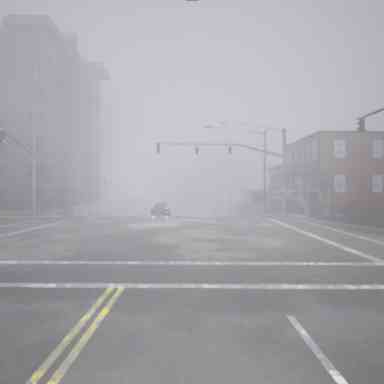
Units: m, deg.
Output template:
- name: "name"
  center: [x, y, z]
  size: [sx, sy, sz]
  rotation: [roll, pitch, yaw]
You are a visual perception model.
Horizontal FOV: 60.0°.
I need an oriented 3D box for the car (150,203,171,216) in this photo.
- name: "car"
  center: [-3.595, 2.011, 38.786]
  size: [2.097, 1.767, 4.553]
  rotation: [0, -7, 0]
